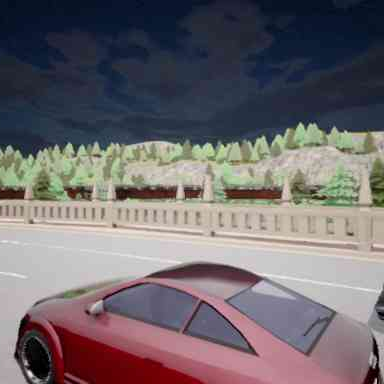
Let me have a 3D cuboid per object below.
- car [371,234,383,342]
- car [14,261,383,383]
[{"bbox_3d":[5.471,1.521,4.284,5.357,1.411,2.033,0,0,36],"label":"car"},{"bbox_3d":[-0.174,1.547,3.858,4.181,1.385,1.994,0,0,34],"label":"car"}]
